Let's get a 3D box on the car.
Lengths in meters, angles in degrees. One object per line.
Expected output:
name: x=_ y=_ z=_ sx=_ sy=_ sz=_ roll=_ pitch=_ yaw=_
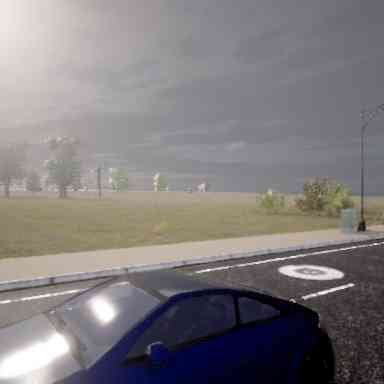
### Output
car: x=-0.432 y=1.584 z=3.378 sx=4.181 sy=1.385 sz=1.994 roll=1 pitch=-1 yaw=-36
